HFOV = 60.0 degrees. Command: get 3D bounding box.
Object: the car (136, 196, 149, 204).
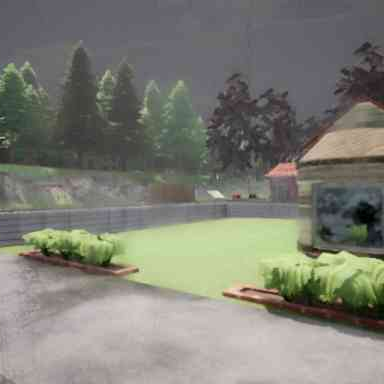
[{"bbox_3d":[-6.835,1.342,52.962,2.097,1.767,4.553,0,0,36],"label":"car"}]
